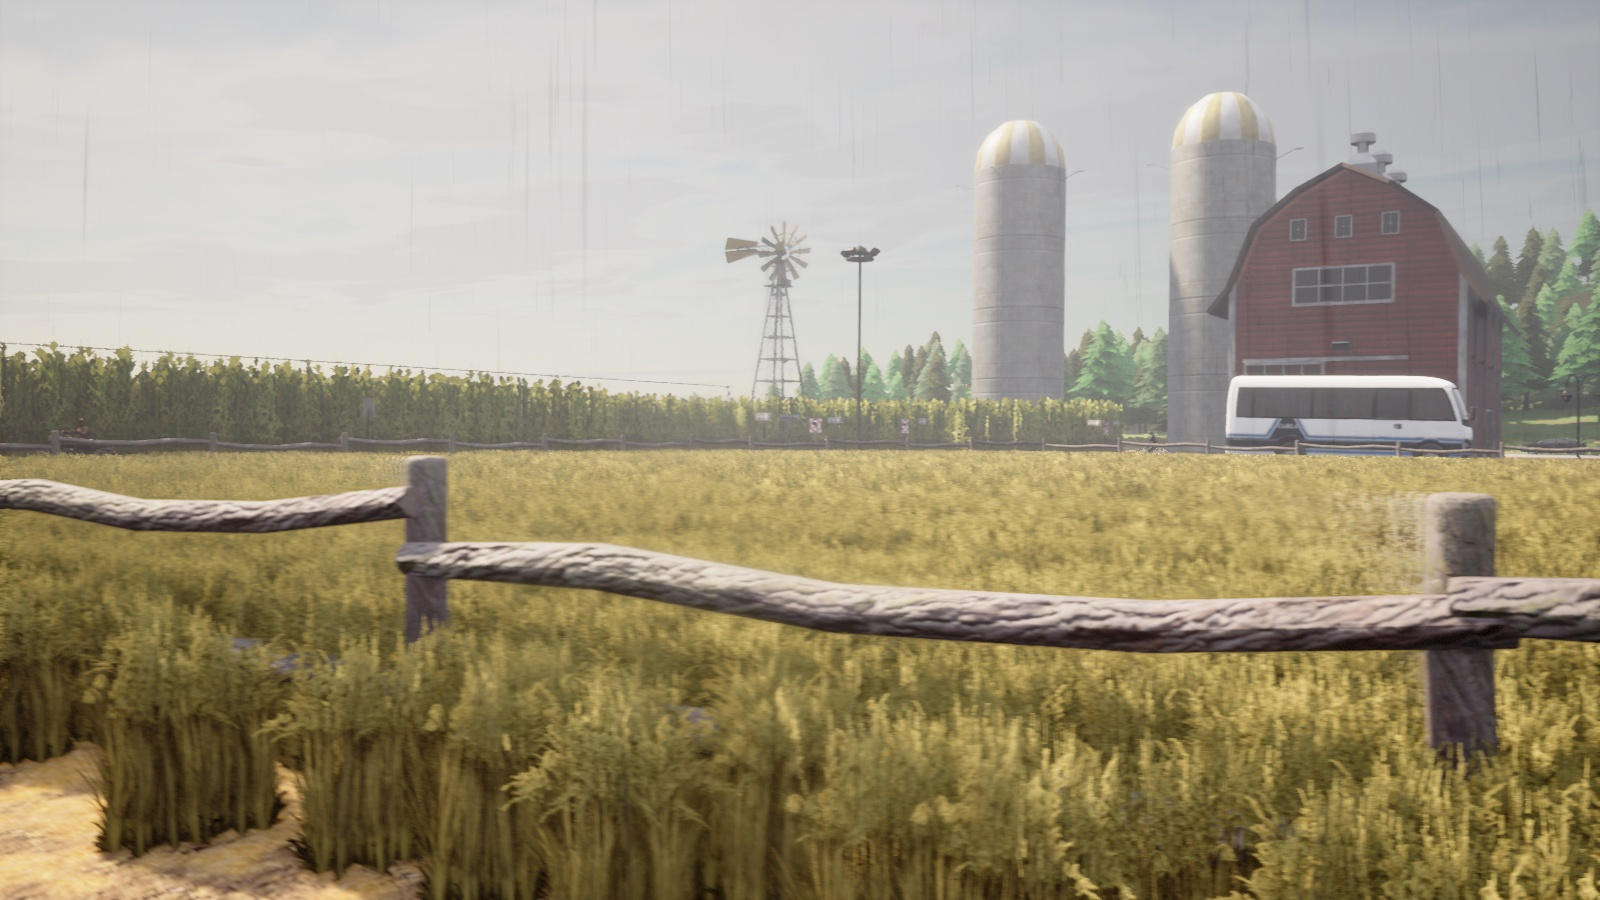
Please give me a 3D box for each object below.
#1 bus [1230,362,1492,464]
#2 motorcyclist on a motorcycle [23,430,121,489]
[{"bbox_3d":[25.051,-1.643,56.302,10.273,4.253,3.944,1,1,31],"label":"bus"},{"bbox_3d":[-21.121,0.258,36.476,0.766,1.649,2.350,0,1,34],"label":"motorcyclist on a motorcycle"}]
